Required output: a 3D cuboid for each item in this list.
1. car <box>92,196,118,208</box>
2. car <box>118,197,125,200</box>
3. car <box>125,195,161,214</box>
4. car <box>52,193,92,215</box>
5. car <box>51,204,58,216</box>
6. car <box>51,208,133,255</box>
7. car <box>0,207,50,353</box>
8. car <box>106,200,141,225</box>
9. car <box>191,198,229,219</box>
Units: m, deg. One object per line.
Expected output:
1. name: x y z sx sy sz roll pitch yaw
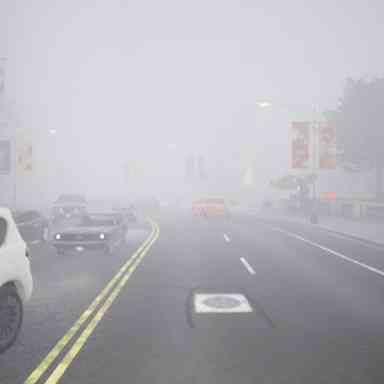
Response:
1. car: -12.242 1.318 44.093 4.892 1.490 1.837 0 0 44
2. car: -9.977 1.367 46.629 4.181 1.385 1.994 0 0 45
3. car: -4.921 1.208 34.277 2.097 1.767 4.553 0 0 -30
4. car: -8.493 1.122 23.619 2.150 2.045 5.566 0 0 -15
5. car: -7.284 1.449 13.231 1.837 1.490 4.892 0 0 -2
6. car: -3.768 1.545 13.151 1.895 1.301 4.718 0 0 -2
7. car: -3.629 1.210 3.123 2.150 2.045 5.566 0 0 0
8. car: -4.801 1.503 23.102 1.895 1.301 4.718 0 0 -12
9. car: 1.406 1.235 27.507 2.097 1.767 4.553 0 0 -15
